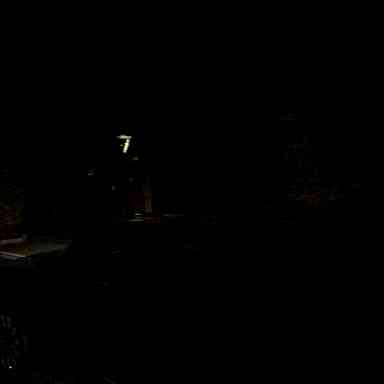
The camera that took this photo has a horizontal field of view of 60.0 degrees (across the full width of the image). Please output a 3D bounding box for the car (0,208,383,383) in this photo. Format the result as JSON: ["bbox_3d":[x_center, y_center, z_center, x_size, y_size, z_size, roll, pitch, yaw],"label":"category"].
[{"bbox_3d":[-0.193,1.217,3.822,5.566,2.045,2.150,0,0,35],"label":"car"}]
